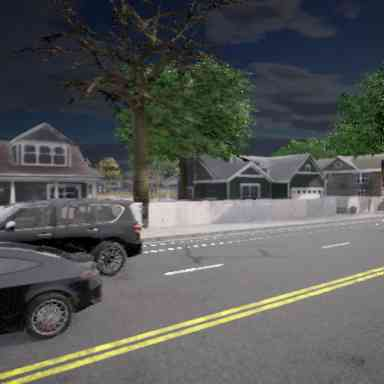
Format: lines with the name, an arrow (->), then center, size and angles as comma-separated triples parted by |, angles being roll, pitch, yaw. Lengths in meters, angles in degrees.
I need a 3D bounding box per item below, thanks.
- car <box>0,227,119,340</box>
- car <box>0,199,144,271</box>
car -> -3.717, 1.526, 5.026 | 4.674, 1.442, 1.812 | 0, 0, -35
car -> -4.010, 1.219, 8.807 | 5.566, 2.045, 2.150 | 0, 0, -35
